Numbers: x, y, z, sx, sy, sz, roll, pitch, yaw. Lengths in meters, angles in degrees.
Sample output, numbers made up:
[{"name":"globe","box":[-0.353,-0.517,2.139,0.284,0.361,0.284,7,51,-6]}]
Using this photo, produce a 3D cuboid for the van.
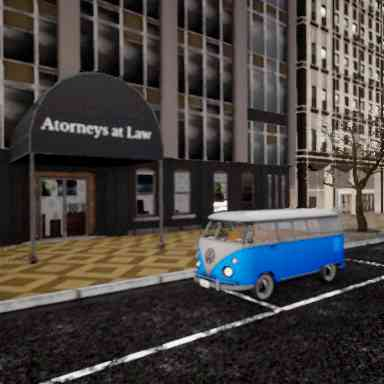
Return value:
[{"name":"van","box":[1.965,1.326,7.968,3.998,1.788,1.690,0,0,-36]}]
